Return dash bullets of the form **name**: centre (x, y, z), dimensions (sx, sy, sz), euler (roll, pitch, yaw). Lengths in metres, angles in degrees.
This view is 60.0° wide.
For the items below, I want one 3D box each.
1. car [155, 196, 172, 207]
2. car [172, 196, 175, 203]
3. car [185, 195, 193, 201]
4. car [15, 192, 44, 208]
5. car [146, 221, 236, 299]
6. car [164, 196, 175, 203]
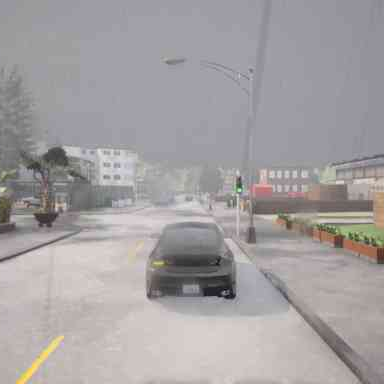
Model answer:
- **car**: centre (-4.571, 1.477, 50.588), dimensions (1.882, 1.535, 5.008), euler (0, 0, 0)
- **car**: centre (-4.637, 1.477, 60.001), dimensions (1.882, 1.535, 5.008), euler (0, 0, 0)
- **car**: centre (-0.760, 1.525, 80.510), dimensions (2.128, 1.511, 4.902), euler (0, 0, -1)
- **car**: centre (-20.154, 0.985, 42.086), dimensions (1.905, 1.878, 3.866), euler (0, 0, 34)
- **car**: centre (-0.016, 1.505, 8.424), dimensions (1.837, 1.490, 4.892), euler (0, 0, 0)
- **car**: centre (-4.665, 1.525, 70.431), dimensions (2.128, 1.511, 4.902), euler (0, 0, -1)
